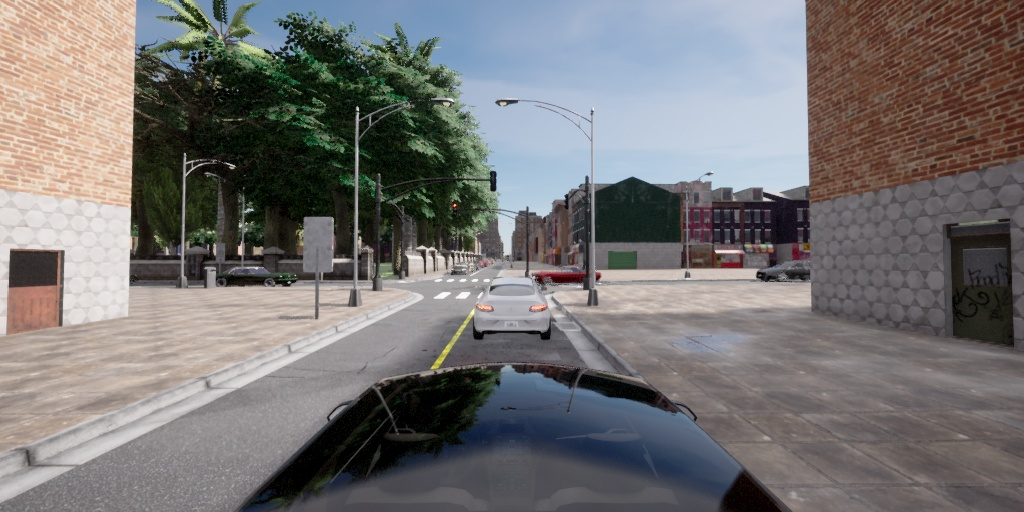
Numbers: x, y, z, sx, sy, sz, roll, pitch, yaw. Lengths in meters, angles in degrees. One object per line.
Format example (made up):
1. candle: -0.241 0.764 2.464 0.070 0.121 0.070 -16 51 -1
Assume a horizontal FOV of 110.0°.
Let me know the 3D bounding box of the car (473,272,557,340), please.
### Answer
1. car: 0.017 1.279 9.894 1.812 1.442 4.674 0 0 1

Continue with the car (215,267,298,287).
1. car: -16.158 1.341 22.474 4.718 1.301 1.895 0 -1 0

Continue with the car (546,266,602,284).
1. car: 3.605 1.347 24.709 4.718 1.301 1.895 0 -1 -13

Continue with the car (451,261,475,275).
1. car: -5.572 1.332 38.917 2.007 1.370 4.403 0 0 -1

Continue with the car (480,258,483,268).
1. car: -5.662 1.370 51.503 1.948 1.339 4.313 0 0 -1

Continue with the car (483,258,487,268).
1. car: -5.763 1.416 62.402 1.802 1.307 4.207 0 0 -1

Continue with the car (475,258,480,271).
1. car: -5.611 1.344 46.053 2.007 1.370 4.403 0 0 -1

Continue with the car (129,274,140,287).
1. car: -26.428 1.335 22.410 4.718 1.301 1.895 0 -1 0

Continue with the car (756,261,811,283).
1. car: 20.177 1.105 25.662 4.892 1.490 1.837 -1 -1 0
